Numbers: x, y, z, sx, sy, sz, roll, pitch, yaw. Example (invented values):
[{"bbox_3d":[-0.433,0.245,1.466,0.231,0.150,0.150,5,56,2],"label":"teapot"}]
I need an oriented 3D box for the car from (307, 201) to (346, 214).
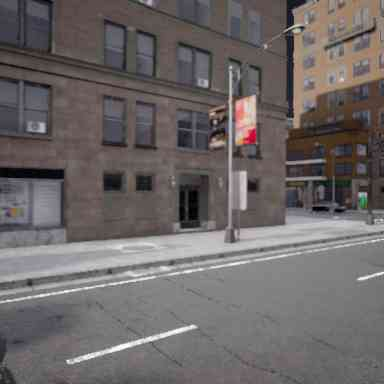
[{"bbox_3d":[15.009,1.666,37.288,1.947,1.339,4.313,0,0,-35],"label":"car"}]

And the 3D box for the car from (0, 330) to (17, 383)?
[{"bbox_3d":[-3.414,1.501,1.265,4.892,1.490,1.837,1,0,-35],"label":"car"}]
